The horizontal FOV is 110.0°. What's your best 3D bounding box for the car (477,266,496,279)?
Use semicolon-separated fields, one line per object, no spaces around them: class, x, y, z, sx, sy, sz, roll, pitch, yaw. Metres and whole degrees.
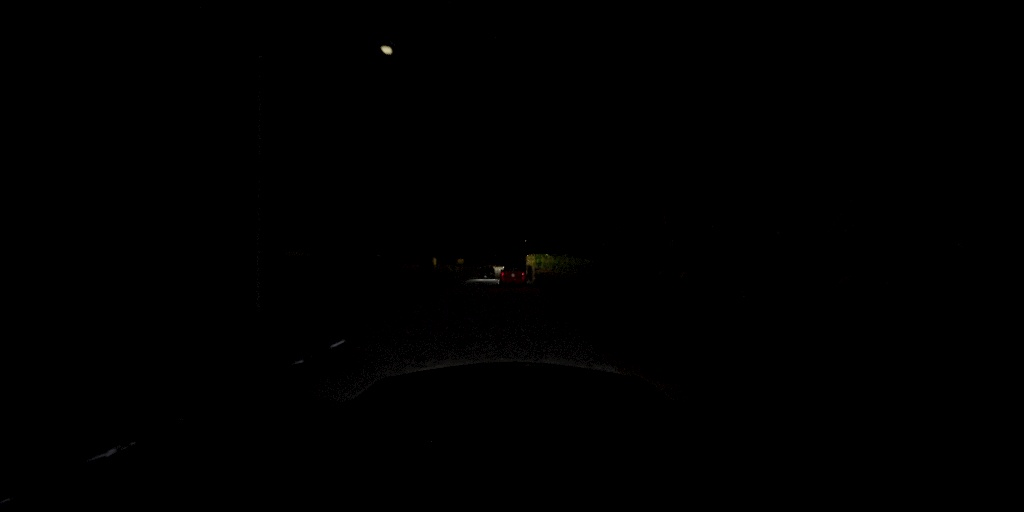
car;-2.861;1.871;41.258;2.033;1.411;5.357;0;-1;0

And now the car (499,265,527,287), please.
car;0.088;1.484;29.088;2.097;1.767;4.553;0;-1;0
